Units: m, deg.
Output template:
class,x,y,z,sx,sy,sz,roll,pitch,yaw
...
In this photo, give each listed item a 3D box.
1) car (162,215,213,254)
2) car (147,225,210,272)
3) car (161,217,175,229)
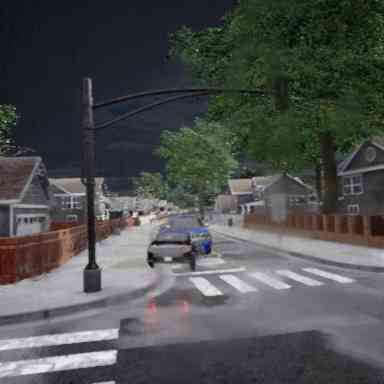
class,x,y,z,sx,sy,sz,roll,pitch,yaw
car,-0.331,2.421,19.389,2.150,2.045,5.566,-2,-3,-8
car,-0.565,2.365,14.242,2.128,1.511,4.902,-1,-5,7
car,-3.442,4.524,48.488,1.882,1.535,5.008,-2,-4,-3
